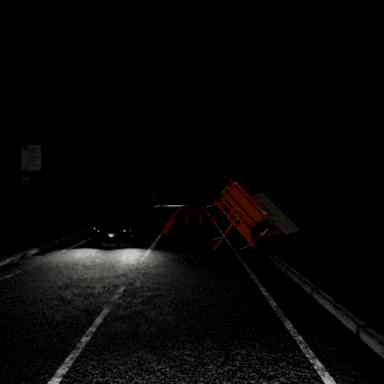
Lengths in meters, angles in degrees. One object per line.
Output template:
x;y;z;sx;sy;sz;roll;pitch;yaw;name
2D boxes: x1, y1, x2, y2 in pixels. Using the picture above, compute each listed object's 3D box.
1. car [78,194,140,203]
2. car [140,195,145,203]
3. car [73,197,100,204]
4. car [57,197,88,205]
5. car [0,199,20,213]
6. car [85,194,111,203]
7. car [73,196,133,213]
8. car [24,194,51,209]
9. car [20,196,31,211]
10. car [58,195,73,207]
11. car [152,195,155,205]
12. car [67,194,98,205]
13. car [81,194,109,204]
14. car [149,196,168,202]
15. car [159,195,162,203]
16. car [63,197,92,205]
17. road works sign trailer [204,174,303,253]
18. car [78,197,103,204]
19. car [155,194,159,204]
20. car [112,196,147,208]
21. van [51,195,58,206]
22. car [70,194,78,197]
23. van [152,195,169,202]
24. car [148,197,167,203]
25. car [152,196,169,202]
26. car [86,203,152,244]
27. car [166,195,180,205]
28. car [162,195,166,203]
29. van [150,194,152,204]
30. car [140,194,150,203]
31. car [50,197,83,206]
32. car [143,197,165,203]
-8.874;1.208;36.054;5.566;2.045;2.435;0;0;0;car
-8.849;1.490;41.656;4.892;1.521;2.231;0;0;0;car
-21.944;1.741;69.483;5.008;1.535;2.097;0;-1;0;car
-21.908;1.689;61.128;4.792;1.488;2.163;0;-1;0;car
-21.930;1.458;36.065;5.008;1.535;2.097;0;0;0;car
-21.932;1.585;77.715;5.566;2.045;2.435;0;-1;0;car
-8.841;1.450;33.251;4.892;1.521;2.231;0;0;0;car
-21.892;1.385;44.421;4.553;1.767;2.185;0;0;0;car
-21.926;1.513;38.851;4.674;1.452;2.002;0;0;0;car
-21.925;1.623;52.772;4.674;1.452;2.002;0;-1;0;car
-8.842;1.584;52.870;4.892;1.521;2.231;0;-1;0;car
-21.917;1.460;66.699;5.566;2.045;2.435;0;-1;0;car
-21.927;1.552;75.054;5.566;2.045;2.435;0;-1;0;car
-8.891;1.977;89.307;5.008;1.535;2.097;0;-1;0;car
-8.887;1.408;61.282;5.566;2.045;2.435;0;-1;0;car
-21.970;1.714;63.913;4.792;1.488;2.163;0;-1;0;car
2.367;1.056;12.647;3.560;2.880;2.380;-5;45;-44;road works sign trailer
-21.950;1.810;72.143;4.674;1.452;2.002;0;-1;0;car
-8.849;1.634;58.476;5.008;1.535;2.097;0;-1;0;car
-8.813;1.407;47.263;4.553;1.767;2.185;0;-1;0;car
-22.040;1.307;47.202;4.442;1.987;1.878;0;0;0;van
-21.745;1.605;55.557;5.366;1.575;1.946;0;-1;0;car
-8.783;1.786;92.113;4.442;1.987;1.878;0;-1;0;van
-8.863;1.973;86.504;4.792;1.488;2.163;0;-1;0;car
-8.935;1.921;94.915;4.553;1.767;2.185;0;-1;0;car
-3.249;1.490;15.778;1.837;1.490;4.892;0;0;0;car
-3.249;1.756;61.301;1.994;1.385;4.181;0;-1;0;car
-8.868;1.772;72.492;5.008;1.535;2.097;0;-1;0;car
-8.730;1.332;50.068;4.442;1.987;1.878;0;-1;0;van
-8.872;1.259;44.464;5.566;2.045;2.435;0;0;0;car
-21.928;1.634;58.343;5.008;1.535;2.097;0;-1;0;car
-8.910;1.869;78.095;4.792;1.488;2.163;0;-1;0;car
